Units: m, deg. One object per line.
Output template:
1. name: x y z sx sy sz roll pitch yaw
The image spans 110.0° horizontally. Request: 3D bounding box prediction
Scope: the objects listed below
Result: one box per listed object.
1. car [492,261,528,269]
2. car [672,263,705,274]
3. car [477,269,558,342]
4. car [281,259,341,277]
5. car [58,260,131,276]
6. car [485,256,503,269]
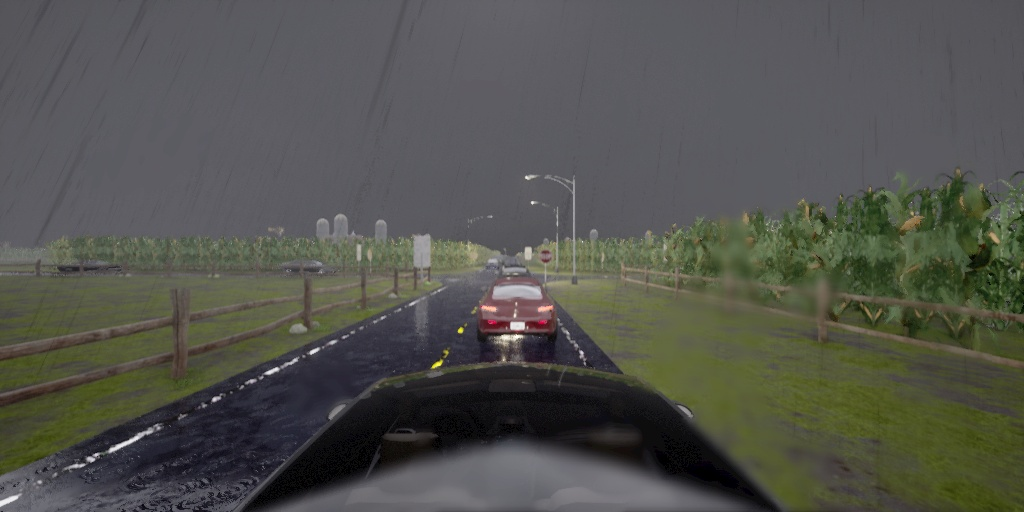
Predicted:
1. car: 0.148 1.205 18.790 1.837 1.490 4.892 0 0 0
2. car: 17.556 1.292 34.271 4.892 1.490 1.837 0 0 1
3. car: 0.122 1.253 9.607 1.812 1.442 4.674 0 0 0
4. car: -17.770 1.051 31.780 4.892 1.490 1.837 0 0 1
5. car: -37.160 1.046 32.040 4.718 1.301 1.895 0 0 1
6. car: -2.689 1.137 50.599 2.033 1.411 5.357 0 0 0
